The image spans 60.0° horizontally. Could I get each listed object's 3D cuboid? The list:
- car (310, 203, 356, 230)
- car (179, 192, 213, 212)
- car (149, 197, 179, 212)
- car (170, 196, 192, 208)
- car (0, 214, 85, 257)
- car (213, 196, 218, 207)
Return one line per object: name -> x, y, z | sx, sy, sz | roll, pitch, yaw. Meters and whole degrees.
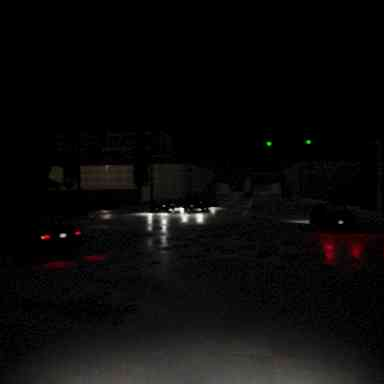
car -> 8.092, 1.341, 19.387 | 1.812, 1.442, 4.674 | -1, 0, 11
car -> 0.525, 1.029, 36.216 | 2.150, 2.045, 5.566 | -1, 0, 11
car -> -3.103, 1.381, 35.884 | 1.812, 1.442, 4.674 | -1, 0, 12
car -> -1.435, 1.345, 44.475 | 1.994, 1.385, 4.181 | -1, 0, 12
car -> -6.411, 1.570, 13.083 | 5.357, 1.411, 2.033 | 0, 0, 39
car -> 2.394, 1.202, 45.817 | 1.882, 1.535, 5.008 | -1, 0, 11
